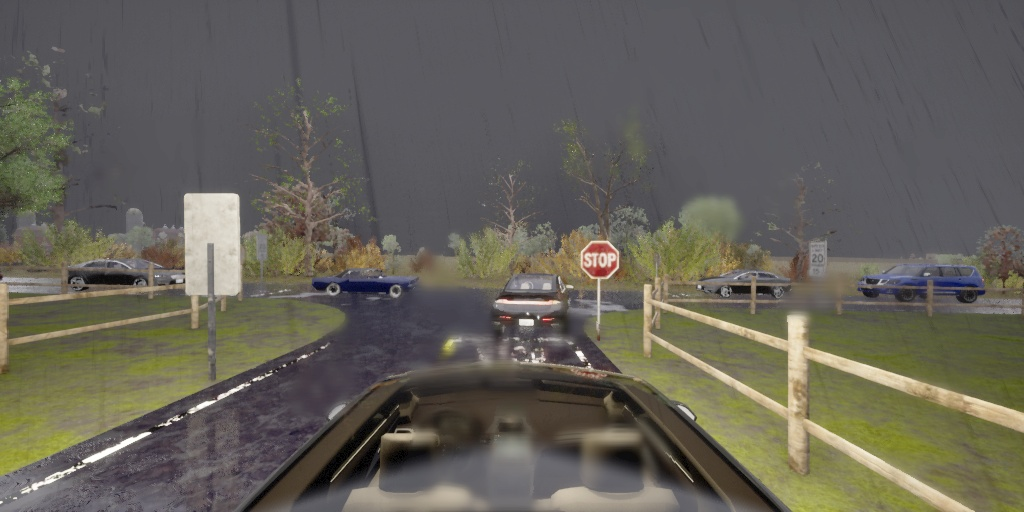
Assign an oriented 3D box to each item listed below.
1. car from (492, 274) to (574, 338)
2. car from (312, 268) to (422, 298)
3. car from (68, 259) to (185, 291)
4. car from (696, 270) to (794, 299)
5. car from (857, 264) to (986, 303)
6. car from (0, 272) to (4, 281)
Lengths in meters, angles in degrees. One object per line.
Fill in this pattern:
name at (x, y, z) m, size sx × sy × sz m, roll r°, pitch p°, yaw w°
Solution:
car at (0.711, 1.240, 10.235) m, size 2.128 × 1.511 × 4.902 m, roll 0°, pitch 0°, yaw 9°
car at (-6.813, 1.248, 17.272) m, size 4.718 × 1.301 × 1.895 m, roll 1°, pitch 1°, yaw 0°
car at (-18.481, 0.885, 17.296) m, size 4.902 × 1.511 × 2.128 m, roll 1°, pitch 1°, yaw 0°
car at (13.015, 1.525, 20.186) m, size 4.902 × 1.511 × 2.128 m, roll 1°, pitch 1°, yaw 0°
car at (22.911, 1.467, 20.169) m, size 5.566 × 2.045 × 2.150 m, roll 1°, pitch 1°, yaw 0°
car at (-27.784, 0.717, 17.309) m, size 4.674 × 1.442 × 1.812 m, roll 1°, pitch 1°, yaw 0°
